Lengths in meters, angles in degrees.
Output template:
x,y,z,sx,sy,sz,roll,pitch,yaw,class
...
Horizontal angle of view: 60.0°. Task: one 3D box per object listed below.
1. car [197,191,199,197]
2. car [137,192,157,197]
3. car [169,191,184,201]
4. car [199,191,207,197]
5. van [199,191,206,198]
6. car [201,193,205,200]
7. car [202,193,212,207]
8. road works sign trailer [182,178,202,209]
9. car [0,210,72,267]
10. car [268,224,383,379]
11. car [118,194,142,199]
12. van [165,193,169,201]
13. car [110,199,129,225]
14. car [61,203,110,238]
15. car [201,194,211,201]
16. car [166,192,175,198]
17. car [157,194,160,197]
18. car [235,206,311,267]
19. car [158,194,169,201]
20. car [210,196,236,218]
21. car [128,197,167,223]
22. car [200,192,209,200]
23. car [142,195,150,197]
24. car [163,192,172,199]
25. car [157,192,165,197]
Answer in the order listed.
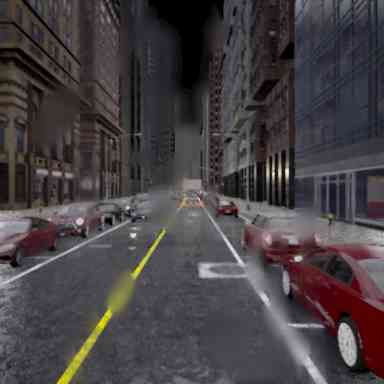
x,y,z,sx,sy,sz,roll,pitch,yaw,class
2.801,0.793,72.649,2.192,1.841,5.009,0,0,0,car
-5.740,1.027,39.029,2.192,1.841,5.009,0,0,0,car
-2.995,1.098,63.852,1.994,1.385,4.181,0,0,1,car
2.795,0.994,61.446,1.967,1.590,4.097,0,0,0,car
2.809,0.708,89.455,1.690,1.788,3.998,0,0,0,van
2.789,1.198,50.243,1.947,1.339,4.313,0,0,0,car
2.786,1.237,44.641,1.947,1.339,4.313,0,0,0,car
0.019,0.173,39.485,2.380,3.560,2.880,0,0,0,road works sign trailer
-5.755,1.500,11.023,1.802,1.307,4.206,0,0,0,car
2.767,1.504,5.427,1.887,1.381,4.507,0,0,0,car
-5.746,1.234,27.827,1.967,1.590,4.097,0,0,0,car
-5.730,0.895,61.435,1.690,1.788,3.998,0,0,0,van
-5.750,1.401,22.226,1.947,1.339,4.313,0,0,0,car
-5.752,1.317,16.624,1.967,1.590,4.097,0,0,0,car
2.797,1.098,67.049,1.802,1.307,4.206,0,0,0,car
-5.717,0.807,89.445,1.967,1.590,4.097,0,0,0,car
-5.739,1.253,44.632,1.802,1.307,4.206,0,0,0,car
2.771,1.358,11.028,1.967,1.590,4.097,0,0,0,car
-5.728,1.042,66.868,1.752,1.417,4.829,0,0,0,car
2.779,1.339,27.835,1.887,1.381,4.507,0,0,0,car
-3.088,1.330,23.504,1.837,1.490,4.892,0,0,0,car
2.792,1.143,55.844,2.008,1.369,4.403,0,0,0,car
-5.744,1.319,33.429,1.947,1.339,4.313,0,0,0,car
-5.722,0.881,78.242,1.967,1.590,4.097,0,0,0,car
-5.735,0.947,50.233,2.192,1.841,5.009,0,0,0,car
